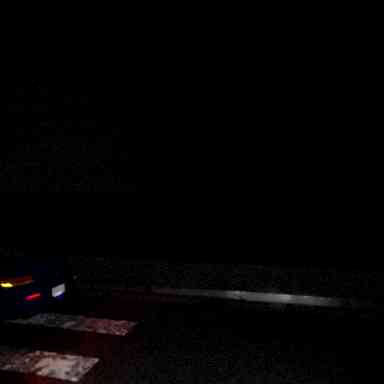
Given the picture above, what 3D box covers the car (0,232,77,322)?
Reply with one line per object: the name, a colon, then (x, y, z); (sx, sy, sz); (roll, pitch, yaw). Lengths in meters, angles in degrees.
car: (-4.393, 1.450, 6.009); (4.674, 1.442, 1.812); (0, 2, 15)
